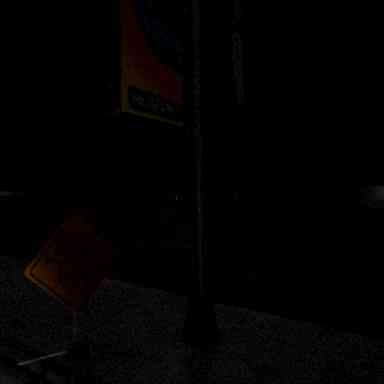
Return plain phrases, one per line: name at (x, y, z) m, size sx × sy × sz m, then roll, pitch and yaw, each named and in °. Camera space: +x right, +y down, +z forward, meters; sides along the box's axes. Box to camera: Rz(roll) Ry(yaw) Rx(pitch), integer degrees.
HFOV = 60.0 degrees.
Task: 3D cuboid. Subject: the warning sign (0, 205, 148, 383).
warning sign at (-1.402, 1.122, 4.051) m, size 1.060 × 1.860 × 1.300 m, roll -1°, pitch 0°, yaw 35°
